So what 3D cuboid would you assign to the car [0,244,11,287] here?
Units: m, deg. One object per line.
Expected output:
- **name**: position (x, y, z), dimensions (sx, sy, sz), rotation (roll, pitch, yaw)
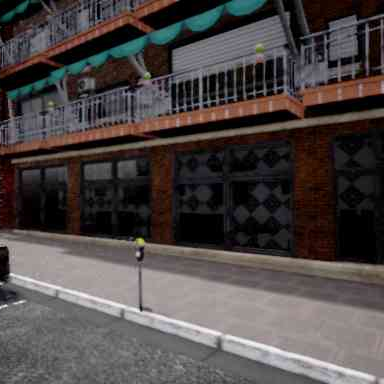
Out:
- **car**: position (-6.273, 1.482, 7.902), dimensions (5.008, 1.535, 1.882), rotation (0, 0, 36)
